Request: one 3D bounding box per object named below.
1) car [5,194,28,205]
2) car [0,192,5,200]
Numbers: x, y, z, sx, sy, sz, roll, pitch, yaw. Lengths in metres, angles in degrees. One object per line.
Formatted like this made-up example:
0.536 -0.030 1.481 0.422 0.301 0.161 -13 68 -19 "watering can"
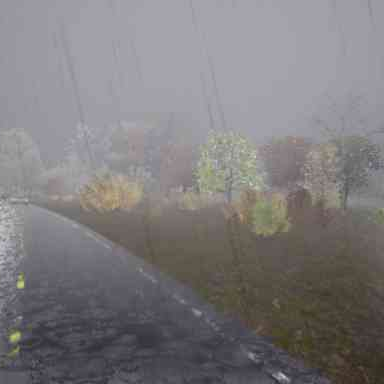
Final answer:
-22.356 1.024 42.681 1.895 1.301 4.718 1 0 -34 "car"
-33.738 0.723 58.351 1.895 1.301 4.718 2 0 -37 "car"
